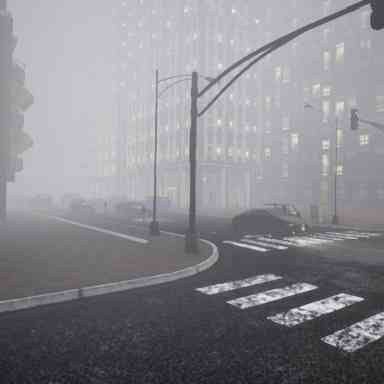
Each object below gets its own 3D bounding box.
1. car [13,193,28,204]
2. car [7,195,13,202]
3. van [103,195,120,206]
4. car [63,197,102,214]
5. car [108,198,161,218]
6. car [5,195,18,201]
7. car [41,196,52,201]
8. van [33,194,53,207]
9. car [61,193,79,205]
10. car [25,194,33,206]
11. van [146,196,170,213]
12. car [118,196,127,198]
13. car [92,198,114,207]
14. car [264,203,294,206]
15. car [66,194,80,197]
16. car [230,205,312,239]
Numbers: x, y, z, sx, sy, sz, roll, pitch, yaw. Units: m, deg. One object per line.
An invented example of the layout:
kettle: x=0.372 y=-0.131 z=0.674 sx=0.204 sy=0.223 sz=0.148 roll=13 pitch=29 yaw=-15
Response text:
car: x=-30.502 y=1.155 z=60.537 sx=2.192 sy=1.841 sz=5.009 roll=1 pitch=-1 yaw=-35
car: x=-37.045 y=1.397 z=69.747 sx=1.947 sy=1.339 sz=4.313 roll=1 pitch=-1 yaw=-35
van: x=-10.592 y=1.368 z=46.961 sx=1.690 sy=1.788 sz=3.998 roll=1 pitch=-1 yaw=-35
car: x=-10.890 y=1.427 z=32.897 sx=2.008 sy=1.369 sz=4.403 roll=1 pitch=-1 yaw=-35
car: x=-5.217 y=1.483 z=29.378 sx=2.033 sy=1.411 sz=5.357 roll=1 pitch=-1 yaw=-35
car: x=-40.313 y=1.378 z=74.353 sx=2.008 sy=1.369 sz=4.403 roll=1 pitch=-1 yaw=-35
car: x=-36.751 y=1.570 z=83.808 sx=1.802 sy=1.307 sz=4.206 roll=1 pitch=-1 yaw=-35
van: x=-20.694 y=1.197 z=46.718 sx=1.690 sy=1.788 sz=3.998 roll=1 pitch=-1 yaw=-35
car: x=-20.507 y=1.182 z=56.287 sx=2.150 sy=2.045 sz=5.566 roll=1 pitch=-1 yaw=-35
car: x=-23.968 y=1.432 z=51.321 sx=1.802 sy=1.307 sz=4.206 roll=1 pitch=-1 yaw=-35
van: x=-4.053 y=1.382 z=37.748 sx=1.690 sy=1.788 sz=3.998 roll=1 pitch=-1 yaw=-35
car: x=-7.326 y=1.584 z=42.352 sx=2.008 sy=1.369 sz=4.403 roll=1 pitch=-1 yaw=-35
car: x=-13.866 y=1.587 z=51.565 sx=1.947 sy=1.339 sz=4.313 roll=1 pitch=-1 yaw=-35
car: x=5.753 y=1.505 z=23.928 sx=1.967 sy=1.590 sz=4.097 roll=1 pitch=-1 yaw=-35
car: x=-13.820 y=1.394 z=41.539 sx=1.882 sy=1.535 sz=5.008 roll=1 pitch=-1 yaw=-35
car: x=3.923 y=1.528 z=17.015 sx=1.994 sy=1.385 sz=4.181 roll=1 pitch=-1 yaw=-39
